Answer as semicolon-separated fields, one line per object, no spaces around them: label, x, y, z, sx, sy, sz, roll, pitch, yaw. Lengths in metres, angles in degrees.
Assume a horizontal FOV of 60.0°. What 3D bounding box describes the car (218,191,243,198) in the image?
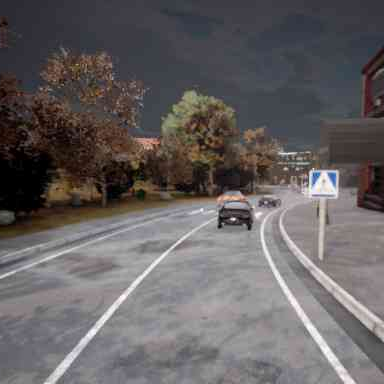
car;4.260;0.682;36.313;2.097;1.767;4.553;2;2;23

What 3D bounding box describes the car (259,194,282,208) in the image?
car;8.848;0.918;37.584;1.812;1.442;4.674;2;2;24

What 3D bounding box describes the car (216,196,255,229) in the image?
car;2.769;1.262;20.238;1.882;1.535;5.008;1;1;13

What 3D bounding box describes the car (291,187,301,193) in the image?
car;23.030;-0.497;73.234;2.033;1.411;5.357;2;3;21
